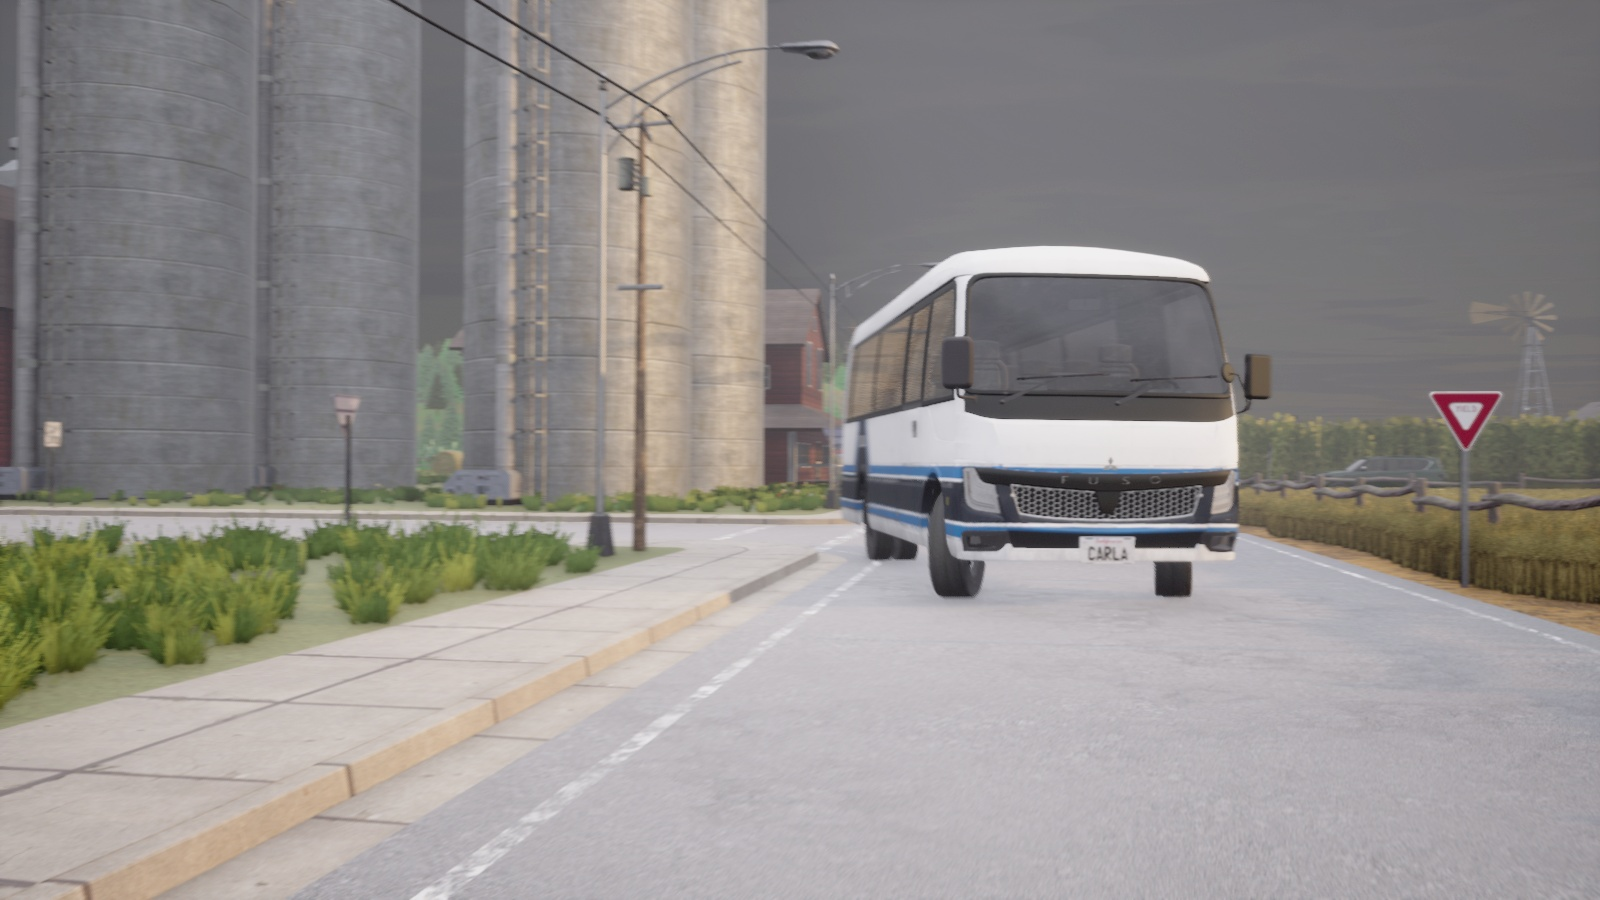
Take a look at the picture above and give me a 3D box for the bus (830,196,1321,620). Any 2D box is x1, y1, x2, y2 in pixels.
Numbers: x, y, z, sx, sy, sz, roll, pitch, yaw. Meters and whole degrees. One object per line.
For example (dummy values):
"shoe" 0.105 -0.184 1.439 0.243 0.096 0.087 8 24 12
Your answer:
"bus" 2.949 -0.367 17.874 3.944 4.253 10.273 0 -1 -5

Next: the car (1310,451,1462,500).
"car" 25.226 1.086 54.233 5.566 2.045 2.150 0 -1 10
